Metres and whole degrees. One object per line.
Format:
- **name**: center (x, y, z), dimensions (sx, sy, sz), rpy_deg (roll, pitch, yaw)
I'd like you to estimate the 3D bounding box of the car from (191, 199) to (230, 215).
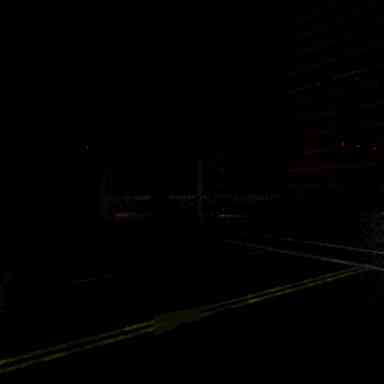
- **car**: center (1.707, 1.358, 31.737), dimensions (1.994, 1.385, 4.181), rpy_deg (-1, 1, -35)
